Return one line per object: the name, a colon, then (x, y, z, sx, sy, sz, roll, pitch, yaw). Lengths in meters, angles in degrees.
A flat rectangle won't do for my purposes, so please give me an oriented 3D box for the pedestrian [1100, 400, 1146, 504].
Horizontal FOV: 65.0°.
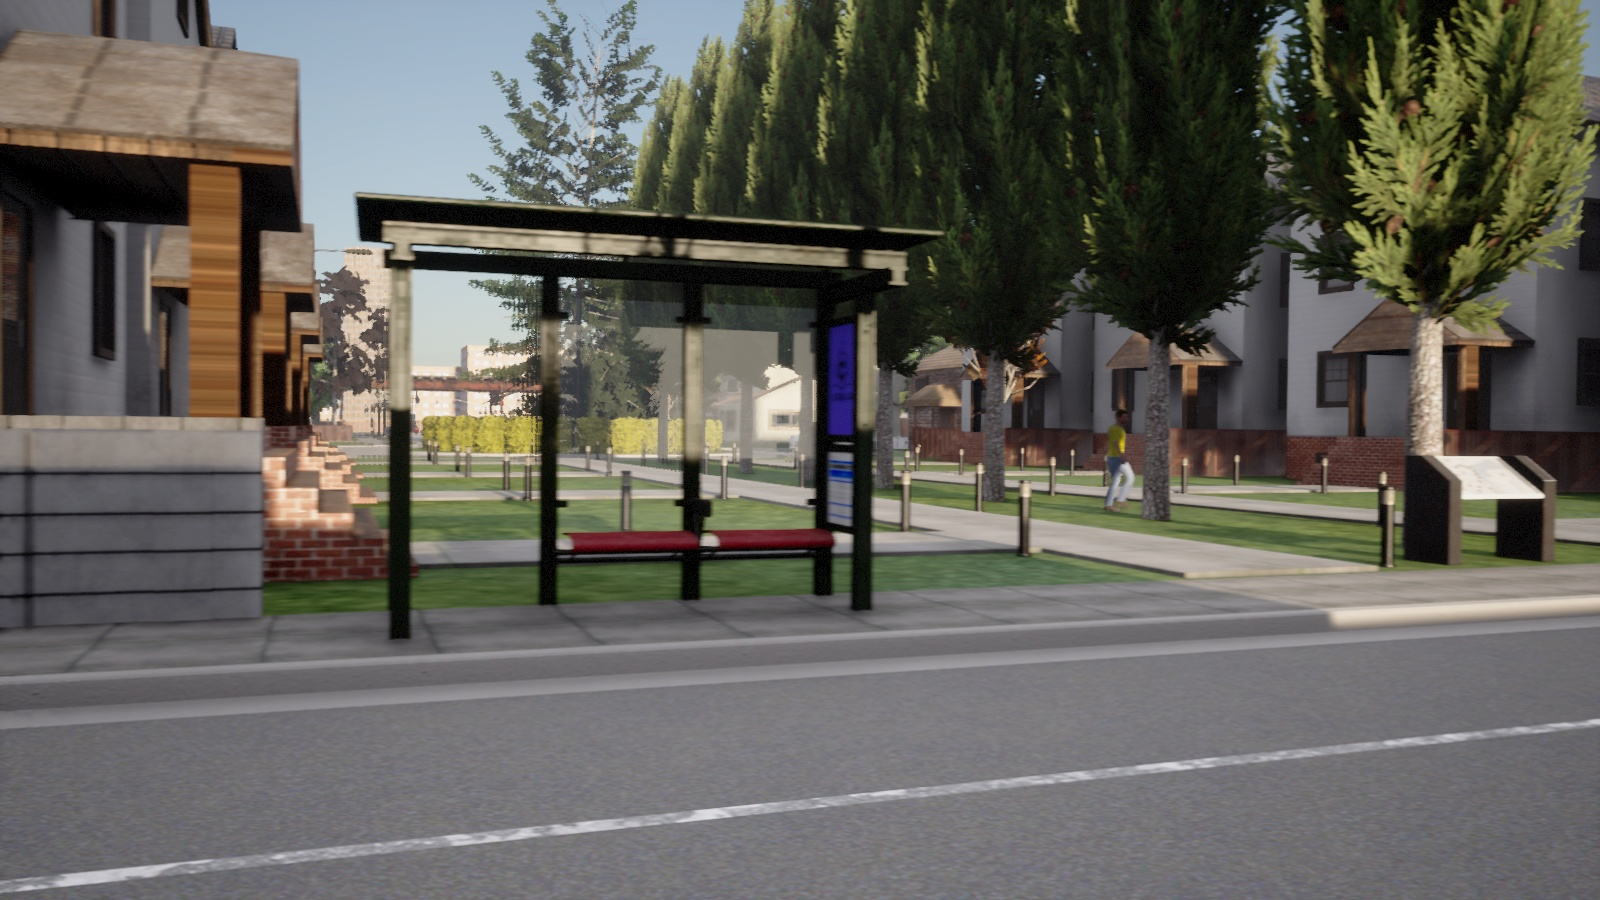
pedestrian: (5.743, 0.031, 22.338, 0.706, 1.836, 0.354, 0, 1, 33)
